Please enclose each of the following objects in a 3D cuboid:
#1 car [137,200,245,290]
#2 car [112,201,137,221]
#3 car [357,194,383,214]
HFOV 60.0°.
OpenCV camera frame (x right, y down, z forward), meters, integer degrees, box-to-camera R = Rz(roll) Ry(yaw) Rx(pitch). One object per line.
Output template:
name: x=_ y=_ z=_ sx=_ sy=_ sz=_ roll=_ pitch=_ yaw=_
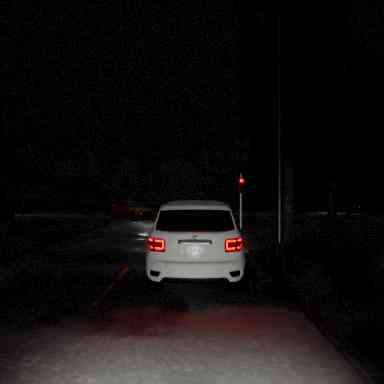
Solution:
car: x=0.103 y=1.221 z=9.207 sx=2.150 sy=2.045 sz=5.566 roll=0 pitch=0 yaw=1
car: x=-4.807 y=1.478 z=27.160 sx=1.882 sy=1.535 sz=5.008 roll=2 pitch=-1 yaw=-39
car: x=20.224 y=1.221 z=34.627 sx=5.566 sy=2.045 sz=2.150 roll=0 pitch=0 yaw=0
